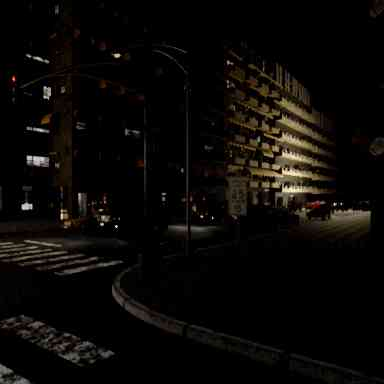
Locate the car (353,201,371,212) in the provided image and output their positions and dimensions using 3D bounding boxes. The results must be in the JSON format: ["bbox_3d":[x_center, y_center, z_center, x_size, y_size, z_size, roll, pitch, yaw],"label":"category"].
[{"bbox_3d":[29.939,2.522,59.169,2.192,1.841,5.009,-1,-2,35],"label":"car"}]

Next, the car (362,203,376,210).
[{"bbox_3d":[36.424,2.971,68.451,1.947,1.339,4.313,-1,-2,35],"label":"car"}]

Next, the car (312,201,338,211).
[{"bbox_3d":[19.421,2.456,48.536,1.837,1.490,4.892,0,-1,35],"label":"car"}]

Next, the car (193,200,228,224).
[{"bbox_3d":[2.367,1.728,29.693,2.150,2.045,5.566,0,-1,34],"label":"car"}]

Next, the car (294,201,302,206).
[{"bbox_3d":[16.578,2.340,54.608,2.192,1.841,5.009,-1,-2,35],"label":"car"}]

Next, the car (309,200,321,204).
[{"bbox_3d":[23.062,2.771,63.892,1.887,1.381,4.507,-1,-2,35],"label":"car"}]

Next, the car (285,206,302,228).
[{"bbox_3d":[7.253,2.043,26.654,1.887,1.381,4.507,-1,-2,35],"label":"car"}]

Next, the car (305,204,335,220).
[{"bbox_3d":[13.735,2.284,35.941,1.802,1.307,4.206,-1,-2,35],"label":"car"}]

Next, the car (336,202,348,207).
[{"bbox_3d":[39.270,3.282,87.114,1.947,1.339,4.313,-1,-2,35],"label":"car"}]

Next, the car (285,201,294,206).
[{"bbox_3d":[13.240,2.446,49.819,1.752,1.417,4.829,-1,-2,35],"label":"car"}]

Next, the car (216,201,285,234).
[{"bbox_3d":[4.010,1.711,22.016,2.192,1.841,5.009,-1,-2,35],"label":"car"}]

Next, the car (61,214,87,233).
[{"bbox_3d":[-6.208,1.834,21.952,1.752,1.417,4.829,-1,-2,35],"label":"car"}]

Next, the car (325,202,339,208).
[{"bbox_3d":[32.786,3.067,77.824,1.887,1.381,4.507,-1,-2,35],"label":"car"}]

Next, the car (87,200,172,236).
[{"bbox_3d":[-3.543,1.541,21.224,2.150,2.045,5.566,0,-1,35],"label":"car"}]

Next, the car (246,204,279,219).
[{"bbox_3d":[8.094,2.191,37.874,1.837,1.490,4.892,0,-1,35],"label":"car"}]

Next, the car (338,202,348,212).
[{"bbox_3d":[25.302,2.626,56.973,2.128,1.511,4.902,0,-1,35],"label":"car"}]

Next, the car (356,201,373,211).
[{"bbox_3d":[33.181,2.622,63.814,2.192,1.841,5.009,-1,-2,35],"label":"car"}]
